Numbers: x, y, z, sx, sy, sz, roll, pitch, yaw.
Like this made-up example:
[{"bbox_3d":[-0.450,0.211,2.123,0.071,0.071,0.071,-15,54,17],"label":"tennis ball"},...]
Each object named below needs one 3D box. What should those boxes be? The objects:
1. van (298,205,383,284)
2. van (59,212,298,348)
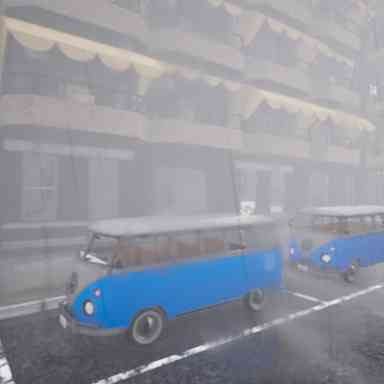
[{"bbox_3d":[4.374,1.284,9.191,3.998,1.788,1.690,0,2,-35],"label":"van"},{"bbox_3d":[-0.128,1.319,5.978,3.998,1.788,1.690,-1,2,-35],"label":"van"}]
